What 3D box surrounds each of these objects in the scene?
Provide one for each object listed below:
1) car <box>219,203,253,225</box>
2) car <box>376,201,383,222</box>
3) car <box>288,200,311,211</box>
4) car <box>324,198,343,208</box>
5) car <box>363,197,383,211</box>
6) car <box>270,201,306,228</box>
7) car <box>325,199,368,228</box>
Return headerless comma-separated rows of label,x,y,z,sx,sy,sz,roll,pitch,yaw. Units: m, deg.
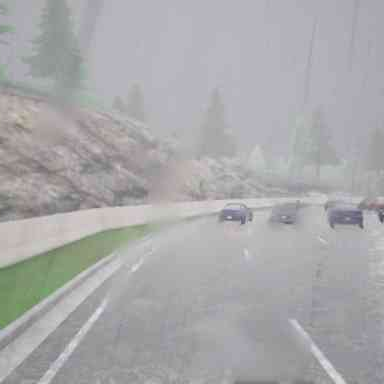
car,3.248,1.527,24.304,1.812,1.442,4.674,0,0,19
car,15.608,1.602,25.844,1.895,1.301,4.718,0,0,29
car,12.462,1.602,39.602,1.895,1.301,4.718,0,0,41
car,17.304,1.493,39.193,2.128,1.511,4.902,0,0,44
car,20.611,1.353,37.516,4.553,1.767,2.097,0,0,-44
car,6.330,1.548,22.225,2.033,1.411,5.357,0,0,20
car,10.217,1.479,22.331,1.882,1.535,5.008,0,0,20
